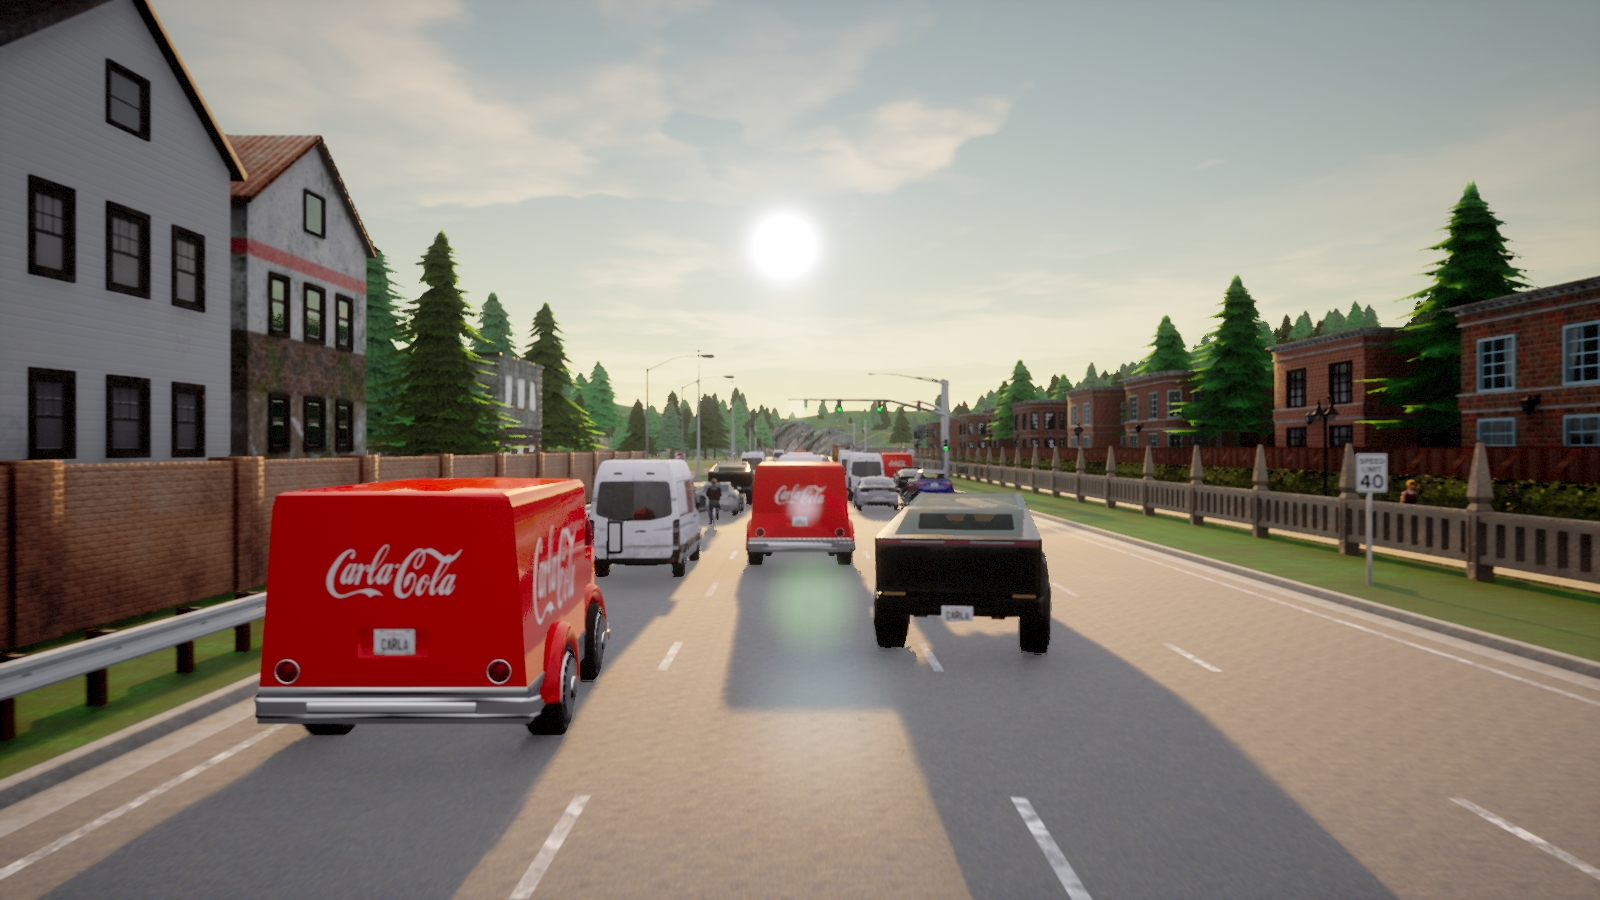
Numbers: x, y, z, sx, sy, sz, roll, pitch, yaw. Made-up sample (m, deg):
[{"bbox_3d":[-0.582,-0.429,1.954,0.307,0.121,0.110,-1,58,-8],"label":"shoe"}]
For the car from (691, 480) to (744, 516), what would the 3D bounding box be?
[{"bbox_3d":[-3.518,2.048,49.313,1.994,1.385,4.181,0,0,0],"label":"car"}]

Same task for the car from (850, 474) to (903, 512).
[{"bbox_3d":[3.507,1.958,53.139,2.097,1.535,5.006,0,0,0],"label":"car"}]

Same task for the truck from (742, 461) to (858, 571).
[{"bbox_3d":[0.004,1.523,28.611,2.627,2.467,5.204,0,0,0],"label":"truck"}]

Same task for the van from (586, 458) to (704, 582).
[{"bbox_3d":[-3.500,1.495,26.941,1.988,2.561,5.915,0,0,0],"label":"van"}]

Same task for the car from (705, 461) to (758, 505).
[{"bbox_3d":[-3.491,1.669,59.411,2.390,2.098,6.274,0,0,0],"label":"car"}]

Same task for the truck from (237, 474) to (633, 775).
[{"bbox_3d":[-3.498,1.548,12.375,2.627,2.467,5.204,0,0,0],"label":"truck"}]

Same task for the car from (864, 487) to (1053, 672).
[{"bbox_3d":[2.604,1.727,17.612,2.390,2.098,6.274,0,0,11],"label":"car"}]

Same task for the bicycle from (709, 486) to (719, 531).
[{"bbox_3d":[-2.987,2.003,39.717,0.329,1.471,1.835,0,0,-5],"label":"bicycle"}]

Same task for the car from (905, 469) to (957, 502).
[{"bbox_3d":[7.010,1.880,61.533,2.242,1.667,4.611,0,0,0],"label":"car"}]

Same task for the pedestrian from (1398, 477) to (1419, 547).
[{"bbox_3d":[16.397,1.656,30.777,0.375,1.860,0.375,0,0,0],"label":"pedestrian"}]

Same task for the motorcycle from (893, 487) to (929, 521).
[{"bbox_3d":[4.437,2.140,45.723,0.867,1.251,2.209,0,0,-10],"label":"motorcycle"}]

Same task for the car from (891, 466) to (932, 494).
[{"bbox_3d":[7.010,1.880,72.404,2.097,1.638,5.238,0,0,0],"label":"car"}]

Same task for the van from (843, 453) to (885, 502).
[{"bbox_3d":[3.515,1.444,63.313,1.988,2.561,5.915,0,0,0],"label":"van"}]
